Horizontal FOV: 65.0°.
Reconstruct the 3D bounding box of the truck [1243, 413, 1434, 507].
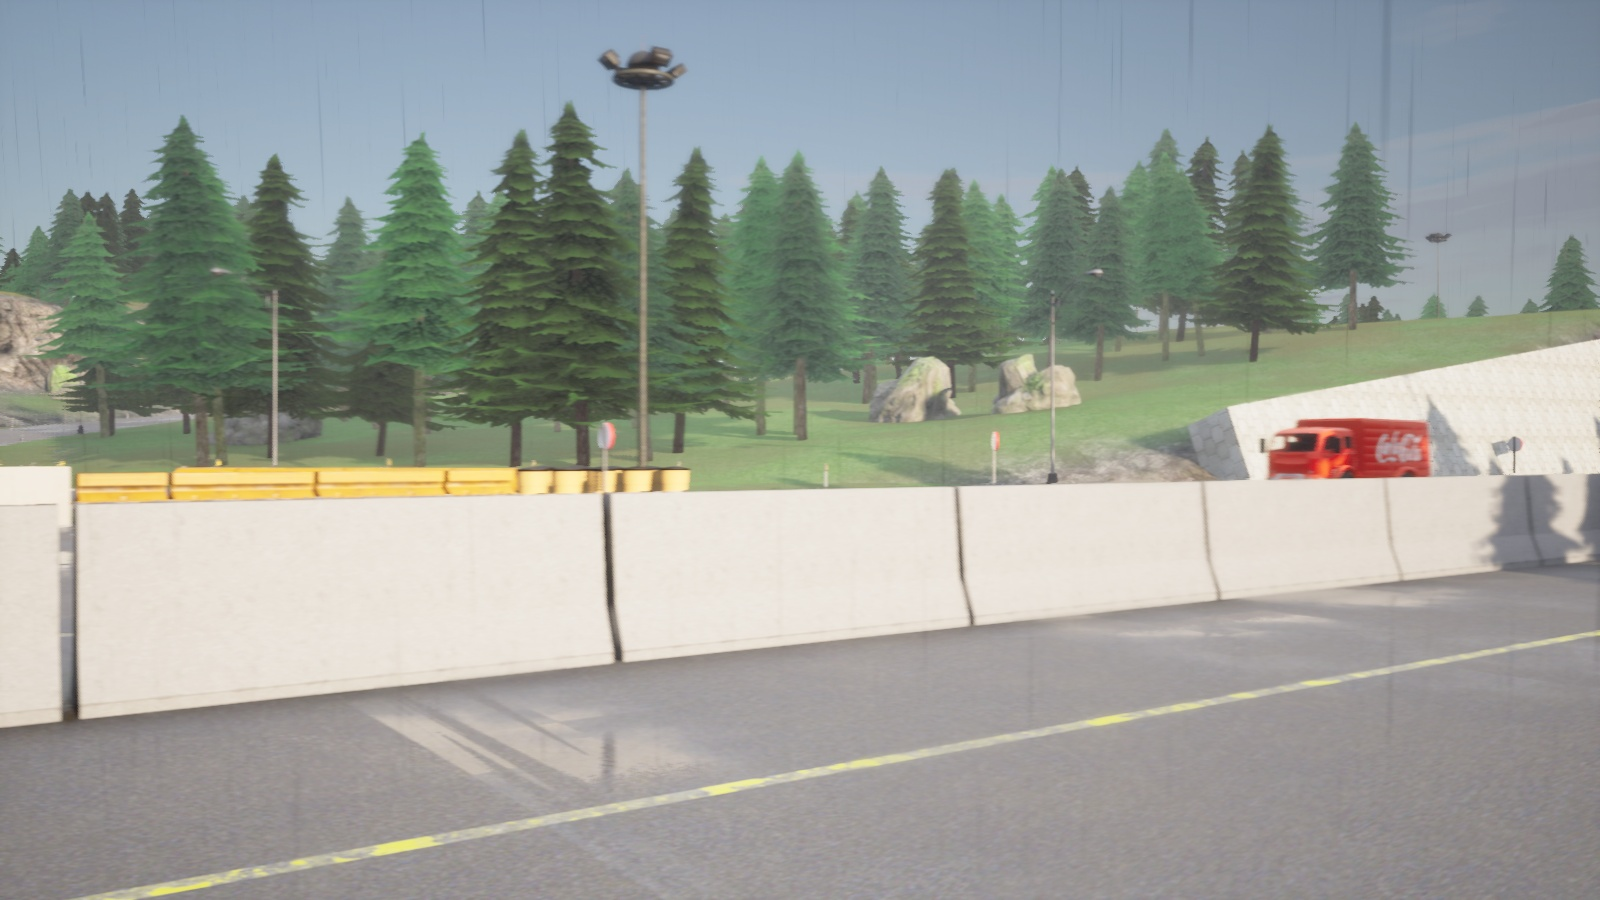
[{"bbox_3d":[15.331,0.266,35.655,5.204,2.467,2.627,0,0,-35],"label":"truck"}]
